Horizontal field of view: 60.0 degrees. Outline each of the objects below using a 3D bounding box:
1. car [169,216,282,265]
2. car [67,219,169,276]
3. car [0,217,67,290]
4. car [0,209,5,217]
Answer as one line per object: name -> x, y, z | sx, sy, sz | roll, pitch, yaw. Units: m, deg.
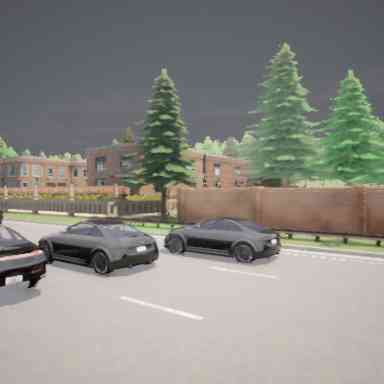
car -> 1.012, 1.564, 11.871 | 4.181, 1.385, 1.994 | 0, 0, 36
car -> -3.046, 1.565, 10.469 | 4.181, 1.385, 1.994 | 0, 0, 36
car -> -5.410, 1.493, 7.856 | 4.902, 1.511, 2.128 | 0, 0, 36
car -> -15.003, 1.508, 23.304 | 4.892, 1.490, 1.837 | 0, 0, 36
